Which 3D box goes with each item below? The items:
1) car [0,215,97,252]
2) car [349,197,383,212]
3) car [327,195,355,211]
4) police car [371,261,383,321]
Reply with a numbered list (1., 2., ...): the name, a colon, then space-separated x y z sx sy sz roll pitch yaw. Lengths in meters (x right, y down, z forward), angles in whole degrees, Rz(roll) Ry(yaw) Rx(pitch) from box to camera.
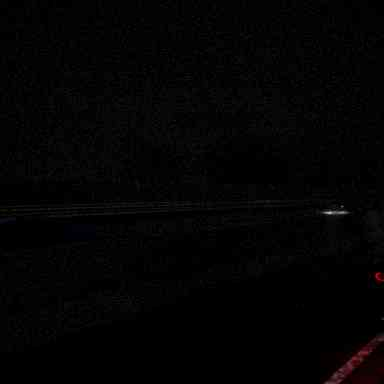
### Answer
1. car: -5.239 1.476 9.560 5.008 1.535 1.882 0 0 -44
2. car: 21.278 1.696 40.119 5.357 1.411 2.033 1 0 -44
3. car: 19.720 1.379 43.478 5.566 2.045 2.150 1 0 -44
4. police car: 5.117 1.425 6.296 5.238 1.638 1.930 0 0 -44
